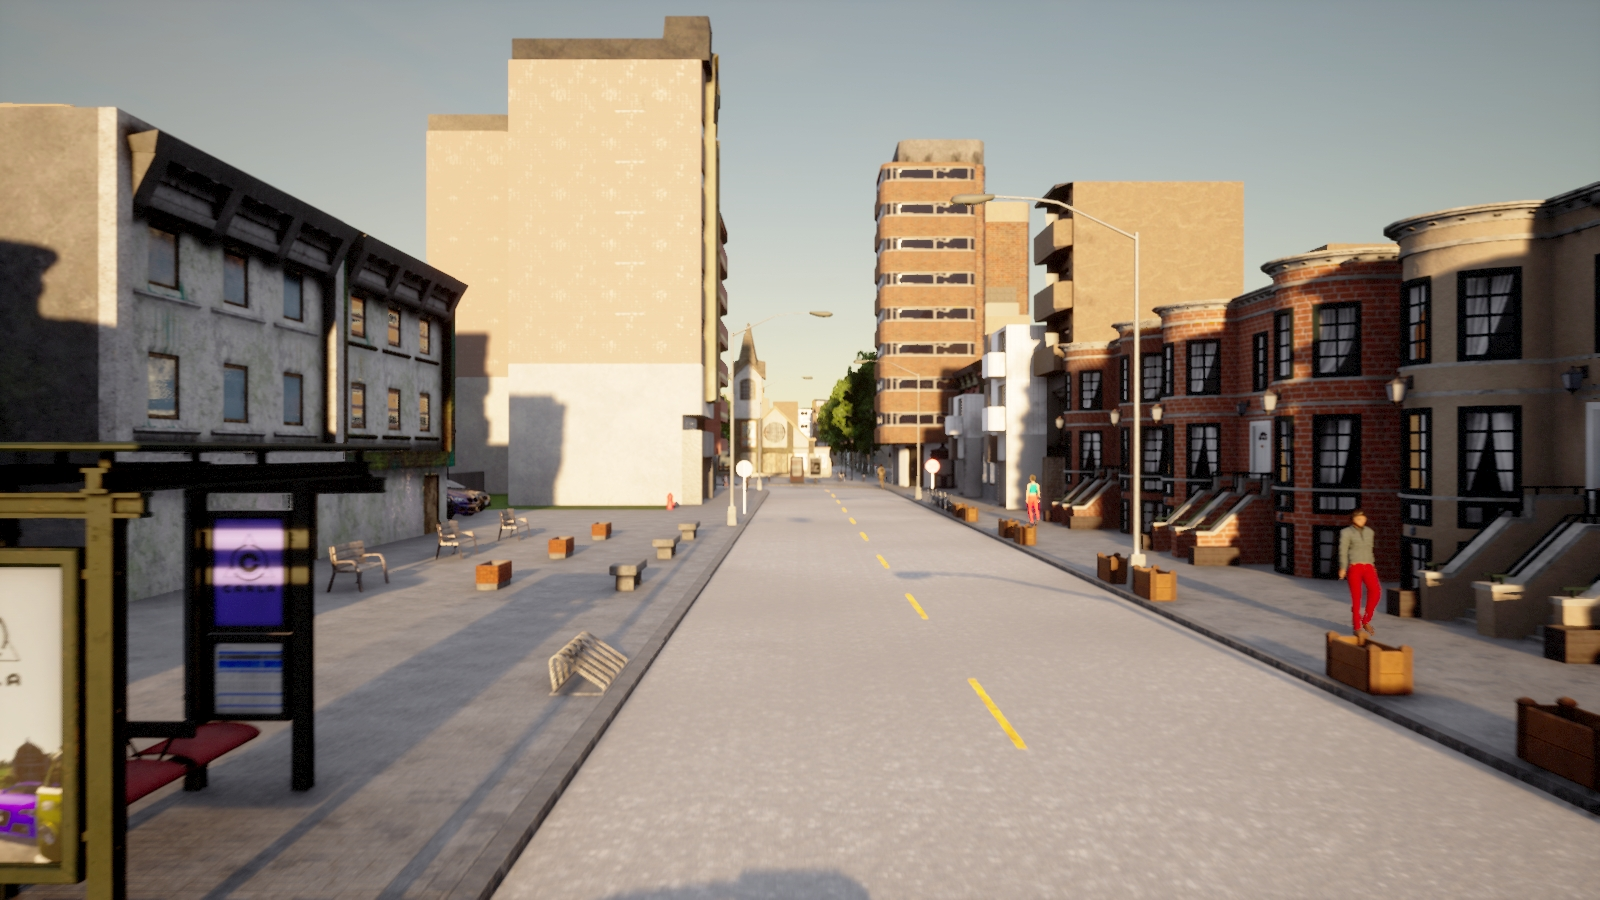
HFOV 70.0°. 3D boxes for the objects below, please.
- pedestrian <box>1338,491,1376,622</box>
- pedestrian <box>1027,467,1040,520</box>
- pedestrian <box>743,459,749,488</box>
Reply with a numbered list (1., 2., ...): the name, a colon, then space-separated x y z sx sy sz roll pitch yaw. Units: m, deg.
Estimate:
1. pedestrian: 8.033 1.526 16.487 0.375 1.860 0.375 0 0 0
2. pedestrian: 8.260 1.528 40.417 0.375 1.860 0.375 0 0 -3
3. pedestrian: -3.491 1.530 74.147 0.375 1.860 0.375 0 0 -4
